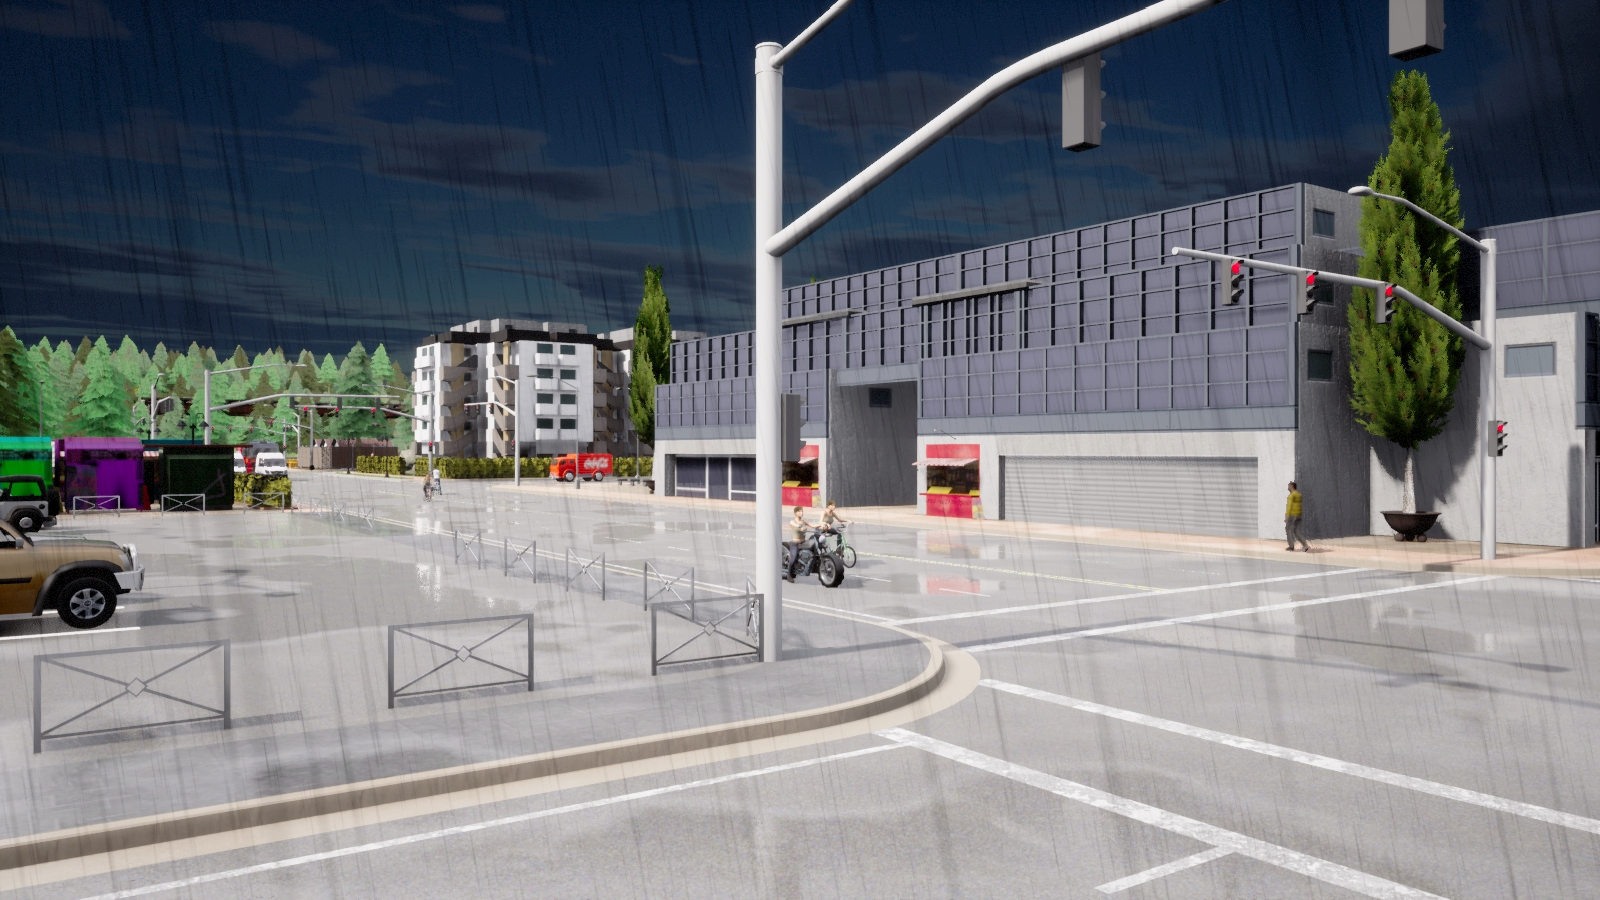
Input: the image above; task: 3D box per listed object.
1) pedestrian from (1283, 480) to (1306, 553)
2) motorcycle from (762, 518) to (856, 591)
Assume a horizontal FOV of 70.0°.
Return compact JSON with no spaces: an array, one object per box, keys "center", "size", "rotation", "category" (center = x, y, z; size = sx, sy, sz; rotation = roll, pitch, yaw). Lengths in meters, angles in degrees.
[{"center":[12.731,1.696,29.415],"size":[0.375,1.860,0.375],"rotation":[0,0,-28],"category":"pedestrian"},{"center":[0.165,2.155,23.900],"size":[0.764,1.307,2.356],"rotation":[0,0,-34],"category":"motorcycle"}]
